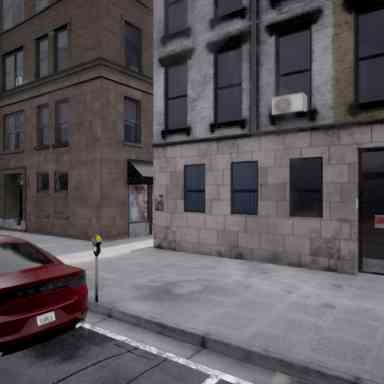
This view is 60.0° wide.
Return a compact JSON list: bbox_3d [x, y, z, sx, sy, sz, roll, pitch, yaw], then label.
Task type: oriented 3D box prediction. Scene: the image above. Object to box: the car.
[{"bbox_3d":[-3.896,1.478,5.723,5.008,1.535,1.882,0,0,35],"label":"car"}]
